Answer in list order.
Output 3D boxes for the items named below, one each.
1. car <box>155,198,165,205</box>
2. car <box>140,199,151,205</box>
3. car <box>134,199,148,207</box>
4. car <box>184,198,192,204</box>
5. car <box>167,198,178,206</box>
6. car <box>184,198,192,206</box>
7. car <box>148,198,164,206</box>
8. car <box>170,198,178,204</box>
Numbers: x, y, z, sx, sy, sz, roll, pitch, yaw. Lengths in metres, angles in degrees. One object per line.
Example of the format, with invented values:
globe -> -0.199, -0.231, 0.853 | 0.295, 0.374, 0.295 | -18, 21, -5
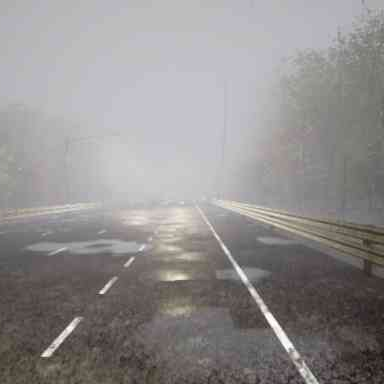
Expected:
car -> -7.910, 2.289, 82.428 | 1.837, 1.490, 4.892 | -1, -1, 0
car -> -11.408, 2.410, 82.402 | 2.033, 1.411, 5.357 | -1, -1, 0
car -> -11.331, 2.417, 71.981 | 2.033, 1.411, 5.357 | -1, -1, 0
car -> -0.910, 2.220, 82.508 | 1.895, 1.301, 4.718 | -1, -1, 0
car -> -4.334, 2.238, 72.032 | 2.128, 1.511, 4.902 | -1, -1, 0
car -> -0.834, 2.171, 72.058 | 2.033, 1.411, 5.357 | -1, -1, 0
car -> -7.833, 2.295, 72.007 | 1.837, 1.490, 4.892 | -1, -1, 0
car -> -4.411, 2.184, 82.454 | 1.882, 1.535, 5.008 | -1, -1, 0
